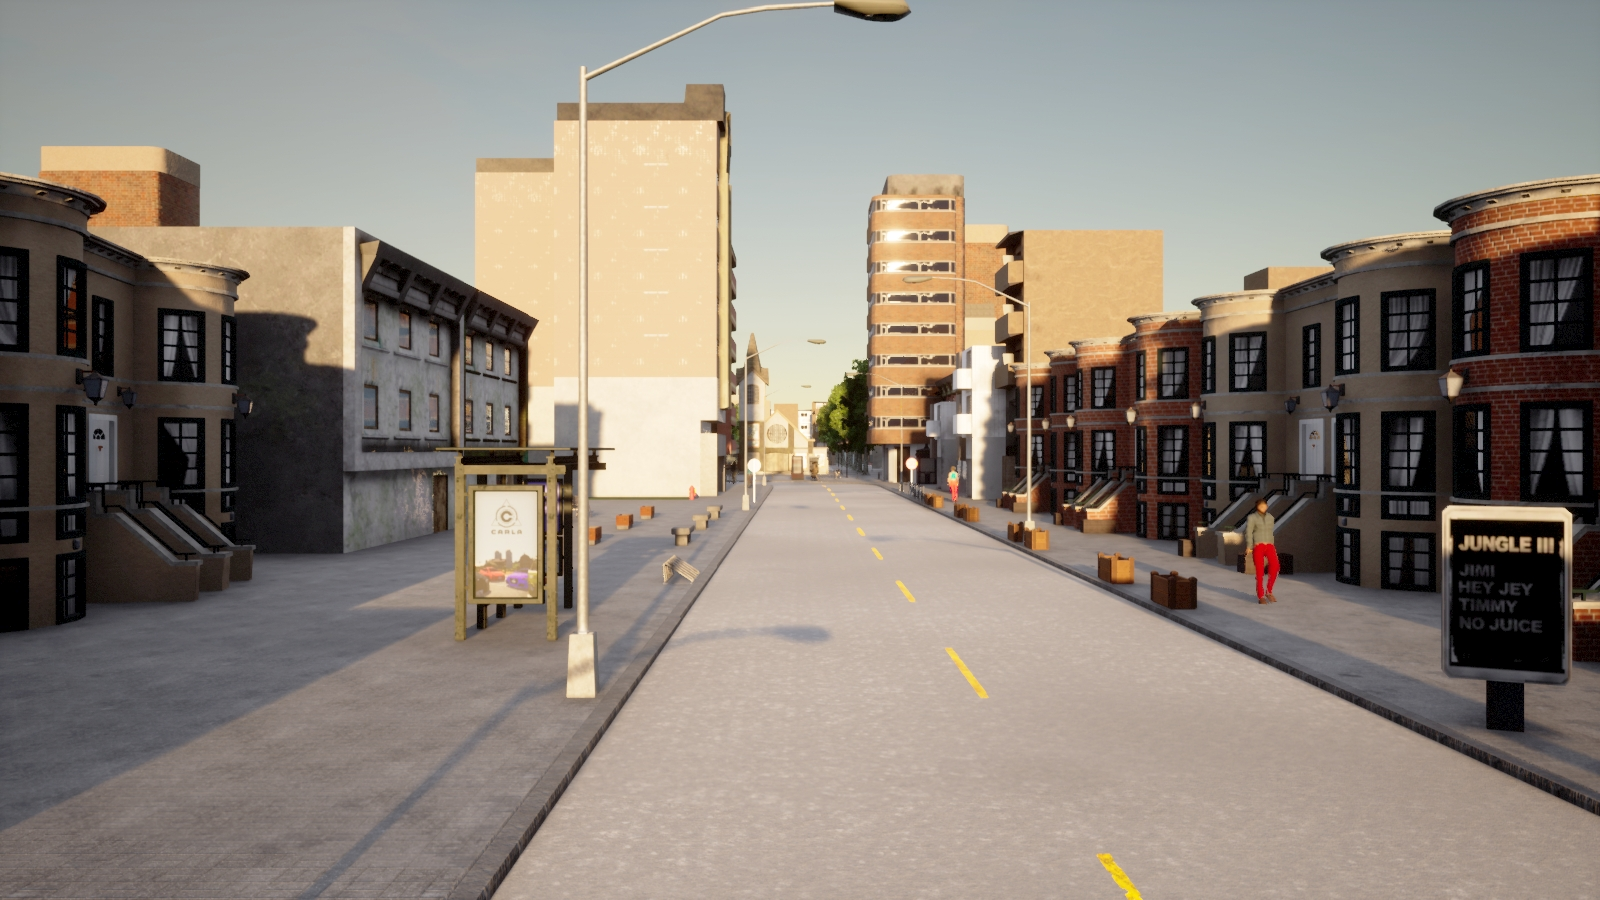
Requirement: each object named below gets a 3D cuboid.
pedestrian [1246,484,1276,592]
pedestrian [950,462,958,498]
[{"bbox_3d":[8.061,1.525,19.983,0.375,1.860,0.375,0,0,0],"label":"pedestrian"},{"bbox_3d":[7.876,1.525,58.442,0.375,1.860,0.375,0,0,-2],"label":"pedestrian"}]
